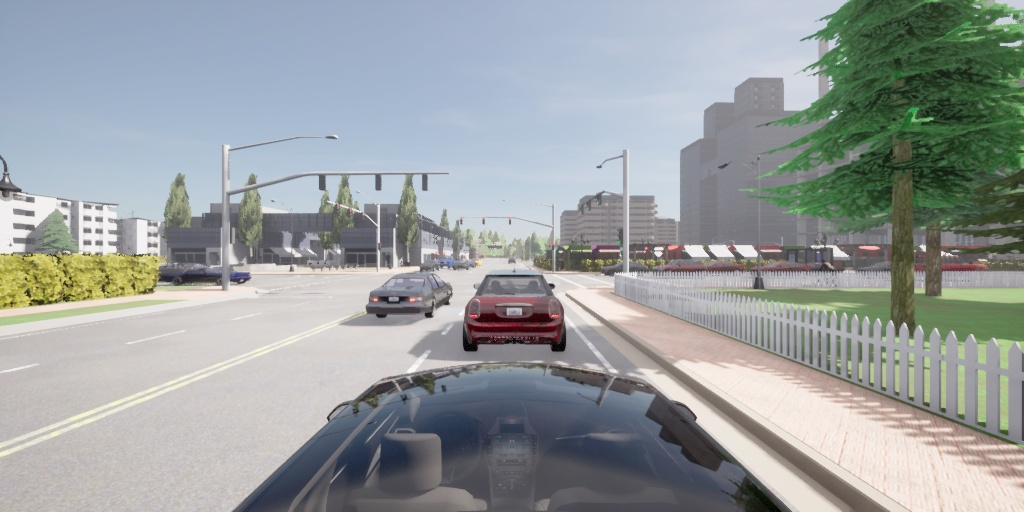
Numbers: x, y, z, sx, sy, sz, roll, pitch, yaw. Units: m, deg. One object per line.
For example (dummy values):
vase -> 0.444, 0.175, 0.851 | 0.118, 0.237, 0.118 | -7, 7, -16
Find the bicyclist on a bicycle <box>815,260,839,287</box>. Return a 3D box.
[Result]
bicyclist on a bicycle -> 18.789, 1.051, 21.447 | 0.582, 1.620, 1.656 | 0, 0, -1

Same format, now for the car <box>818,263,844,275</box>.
car -> 30.449, 1.348, 36.227 | 4.718, 1.301, 1.895 | 0, 0, -1

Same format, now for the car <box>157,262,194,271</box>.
car -> -25.093, 1.240, 27.741 | 4.902, 1.511, 2.128 | 0, 0, -2

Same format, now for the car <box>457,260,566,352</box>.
car -> 0.063, 1.101, 9.089 | 2.097, 1.767, 4.553 | 0, 0, 0

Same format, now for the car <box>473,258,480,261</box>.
car -> -7.092, 1.293, 60.338 | 2.033, 1.411, 5.357 | 0, 0, 0

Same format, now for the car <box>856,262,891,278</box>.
car -> 34.349, 1.252, 32.816 | 4.892, 1.490, 1.837 | 0, 0, -1

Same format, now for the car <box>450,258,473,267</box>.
car -> -7.107, 1.310, 51.095 | 1.994, 1.385, 4.181 | 0, 0, 0

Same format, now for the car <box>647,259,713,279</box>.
car -> 15.075, 1.100, 32.339 | 4.553, 1.767, 2.097 | 0, 0, -1

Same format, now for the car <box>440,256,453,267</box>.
car -> -10.600, 0.968, 56.996 | 2.150, 2.045, 5.566 | 0, 0, 0

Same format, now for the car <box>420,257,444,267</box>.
car -> -10.608, 1.251, 46.518 | 1.837, 1.490, 4.892 | 0, 0, 0

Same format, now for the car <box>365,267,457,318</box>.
car -> -3.420, 1.297, 12.924 | 2.033, 1.411, 5.357 | 0, 0, 0

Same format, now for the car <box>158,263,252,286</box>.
car -> -20.549, 1.349, 24.337 | 4.718, 1.301, 1.895 | 0, 0, -1

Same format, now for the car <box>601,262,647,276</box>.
car -> 11.226, 1.273, 35.726 | 4.674, 1.442, 1.812 | 0, 0, -1

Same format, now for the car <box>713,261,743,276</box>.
car -> 20.551, 1.225, 35.981 | 5.008, 1.535, 1.882 | 0, 0, -1

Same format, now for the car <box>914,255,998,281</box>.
car -> 35.148, 0.969, 29.150 | 5.566, 2.045, 2.150 | 0, 0, -1

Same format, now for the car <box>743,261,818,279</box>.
car -> 24.288, 1.225, 32.571 | 5.008, 1.535, 1.882 | 0, 0, -1
